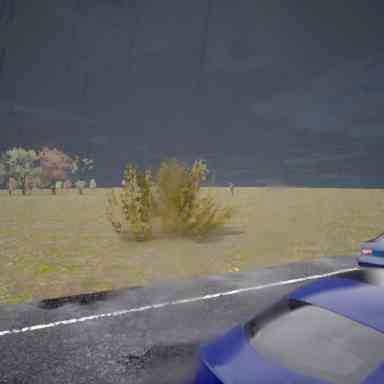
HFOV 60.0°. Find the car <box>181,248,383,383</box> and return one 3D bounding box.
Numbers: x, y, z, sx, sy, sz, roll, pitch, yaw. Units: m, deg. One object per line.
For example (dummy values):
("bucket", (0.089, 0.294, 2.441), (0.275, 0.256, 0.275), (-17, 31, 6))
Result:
("car", (2.128, 1.526, 3.229), (4.674, 1.442, 1.812), (0, 0, -29))

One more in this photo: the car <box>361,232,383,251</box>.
("car", (6.687, 1.550, 9.492), (5.357, 1.411, 2.033), (0, 0, -40))
